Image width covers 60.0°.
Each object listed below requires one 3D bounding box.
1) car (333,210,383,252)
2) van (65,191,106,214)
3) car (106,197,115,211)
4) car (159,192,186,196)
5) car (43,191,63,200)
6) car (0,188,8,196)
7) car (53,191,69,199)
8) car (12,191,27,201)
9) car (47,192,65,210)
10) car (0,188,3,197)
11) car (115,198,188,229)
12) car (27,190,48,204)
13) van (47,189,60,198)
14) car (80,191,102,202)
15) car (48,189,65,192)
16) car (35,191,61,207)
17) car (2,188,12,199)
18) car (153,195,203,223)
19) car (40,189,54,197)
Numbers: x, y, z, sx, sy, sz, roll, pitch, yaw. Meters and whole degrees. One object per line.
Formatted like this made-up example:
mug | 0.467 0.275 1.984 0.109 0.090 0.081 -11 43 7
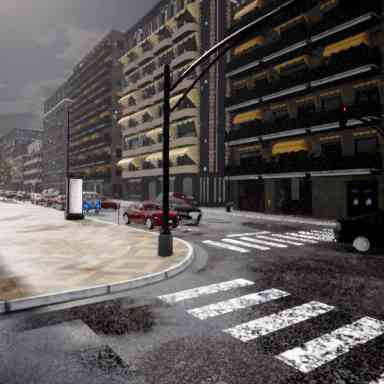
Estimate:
car | 8.033 1.479 12.507 5.008 1.535 1.882 1 1 28
van | -9.095 0.881 28.200 1.690 1.788 3.998 2 0 -36
car | -8.706 1.121 32.035 1.895 1.301 4.718 1 1 -36
car | -2.330 0.936 33.146 2.192 1.841 5.009 2 0 -36
car | -25.117 0.598 59.975 2.033 1.411 5.357 1 0 -38
car | -42.440 -0.022 73.893 2.192 1.841 5.009 2 0 -36
car | -25.779 0.529 65.268 1.752 1.417 4.829 2 0 -36
car | -25.771 0.541 51.046 1.967 1.590 4.097 2 0 -36
car | -12.436 0.997 32.769 1.887 1.381 4.507 2 0 -36
car | -39.112 0.301 69.323 2.008 1.369 4.403 2 0 -36
car | -2.433 1.261 19.061 1.887 1.381 4.507 2 0 -36
car | -19.004 0.805 41.771 1.752 1.417 4.829 2 0 -36
van | -29.007 0.260 69.700 1.690 1.788 3.998 2 0 -36
car | -15.672 0.710 51.423 1.967 1.590 4.097 2 0 -36
car | -16.506 0.666 42.783 2.097 1.767 4.553 1 1 -36
car | -15.770 0.909 37.338 1.887 1.381 4.507 2 0 -36
car | -32.443 0.470 60.185 1.887 1.381 4.507 2 0 -36
car | -1.258 1.208 21.827 2.128 1.511 4.902 1 0 -36
car | -32.345 0.272 74.270 1.967 1.590 4.097 2 0 -36
